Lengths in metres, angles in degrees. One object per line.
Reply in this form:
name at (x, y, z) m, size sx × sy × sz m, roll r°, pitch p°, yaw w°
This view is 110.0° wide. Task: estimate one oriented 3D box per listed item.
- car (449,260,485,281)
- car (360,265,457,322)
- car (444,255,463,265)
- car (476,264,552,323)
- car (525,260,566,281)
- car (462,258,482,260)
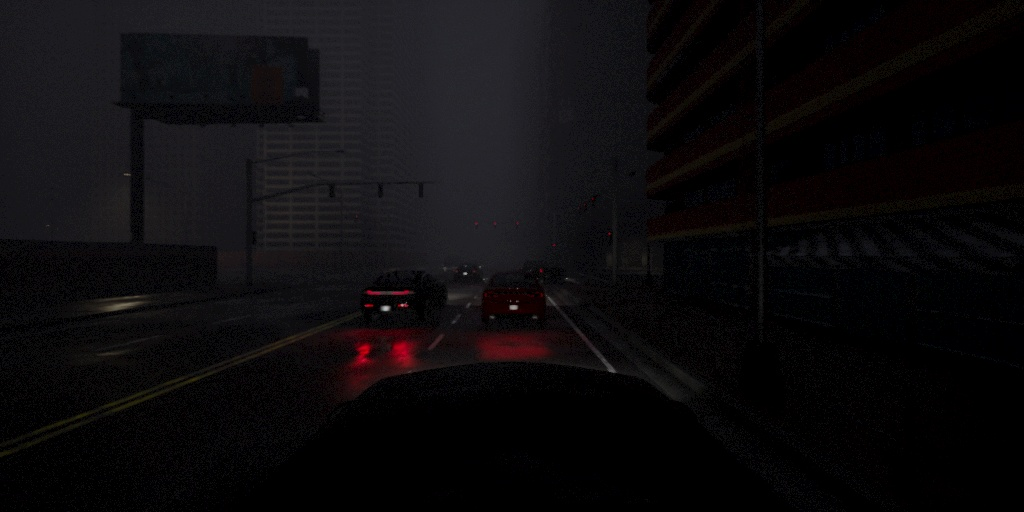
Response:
car at (-3.425, 1.274, 28.387) m, size 1.994 × 1.385 × 4.181 m, roll 0°, pitch 0°, yaw 0°
car at (-3.434, 1.224, 12.177) m, size 2.128 × 1.511 × 4.902 m, roll 0°, pitch 0°, yaw 0°
car at (-10.511, 0.878, 63.101) m, size 2.150 × 2.045 × 5.566 m, roll 0°, pitch 0°, yaw 0°
car at (0.062, 1.212, 12.028) m, size 1.882 × 1.535 × 5.008 m, roll 0°, pitch 0°, yaw 0°
car at (2.384, 1.062, 27.087) m, size 2.097 × 1.767 × 4.553 m, roll 0°, pitch 0°, yaw 30°
car at (-7.011, 1.204, 63.484) m, size 2.033 × 1.411 × 5.357 m, roll 0°, pitch 0°, yaw 0°
